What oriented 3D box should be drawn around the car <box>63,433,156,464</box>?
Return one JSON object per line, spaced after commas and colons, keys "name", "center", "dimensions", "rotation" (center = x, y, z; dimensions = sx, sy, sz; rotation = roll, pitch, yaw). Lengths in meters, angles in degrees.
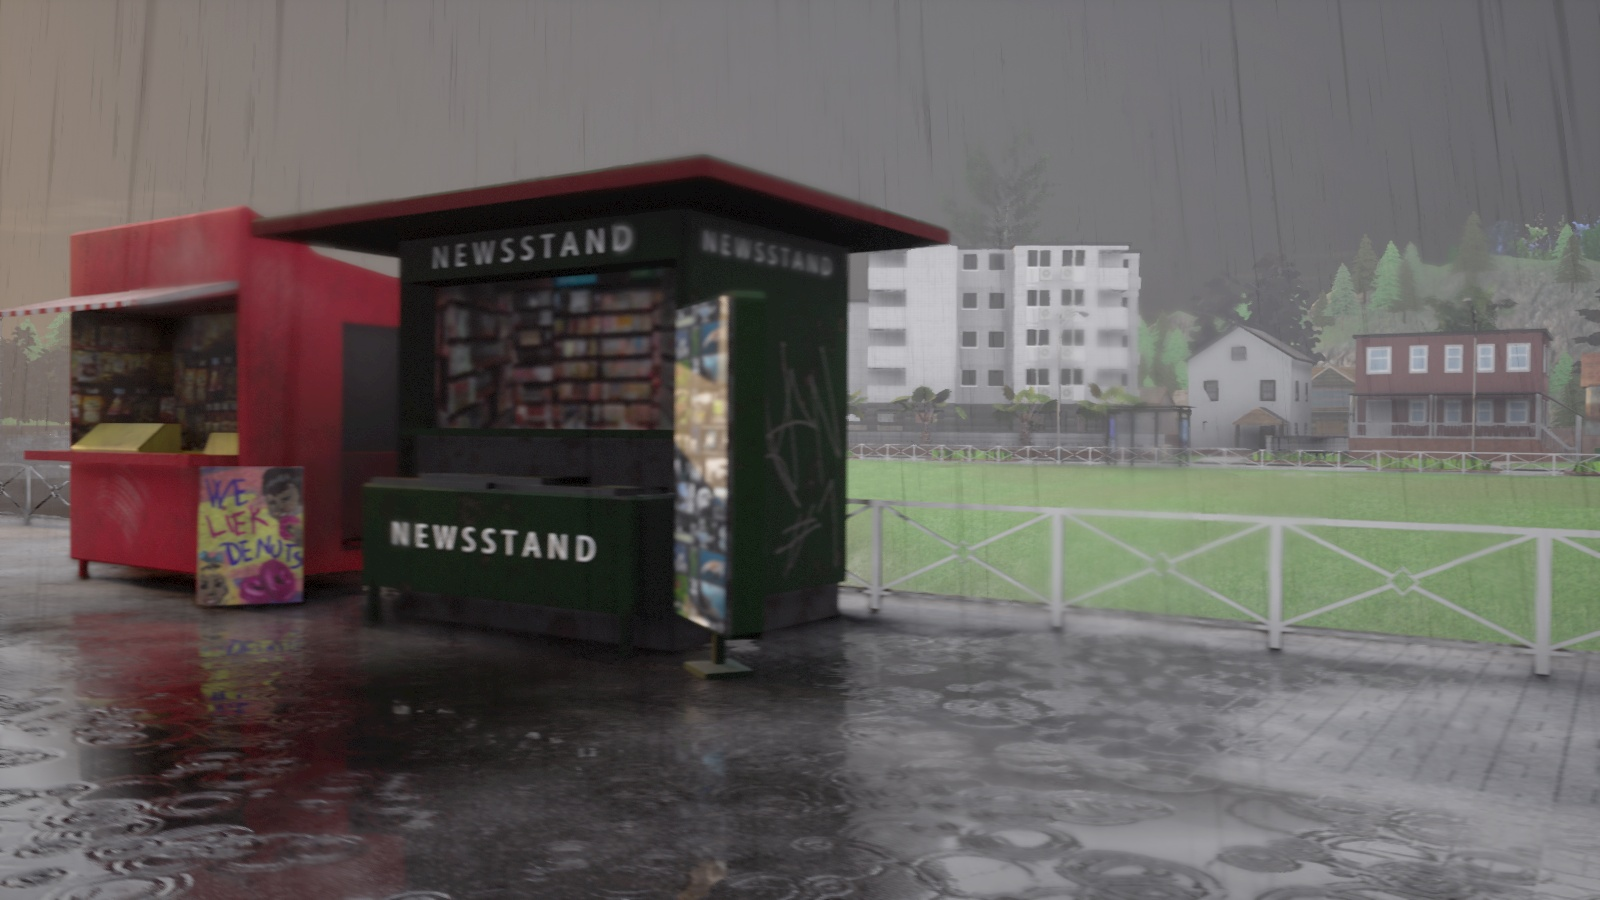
{"name": "car", "center": [-42.276, -0.119, 76.962], "dimensions": [1.932, 1.855, 4.605], "rotation": [0, 1, 35]}
